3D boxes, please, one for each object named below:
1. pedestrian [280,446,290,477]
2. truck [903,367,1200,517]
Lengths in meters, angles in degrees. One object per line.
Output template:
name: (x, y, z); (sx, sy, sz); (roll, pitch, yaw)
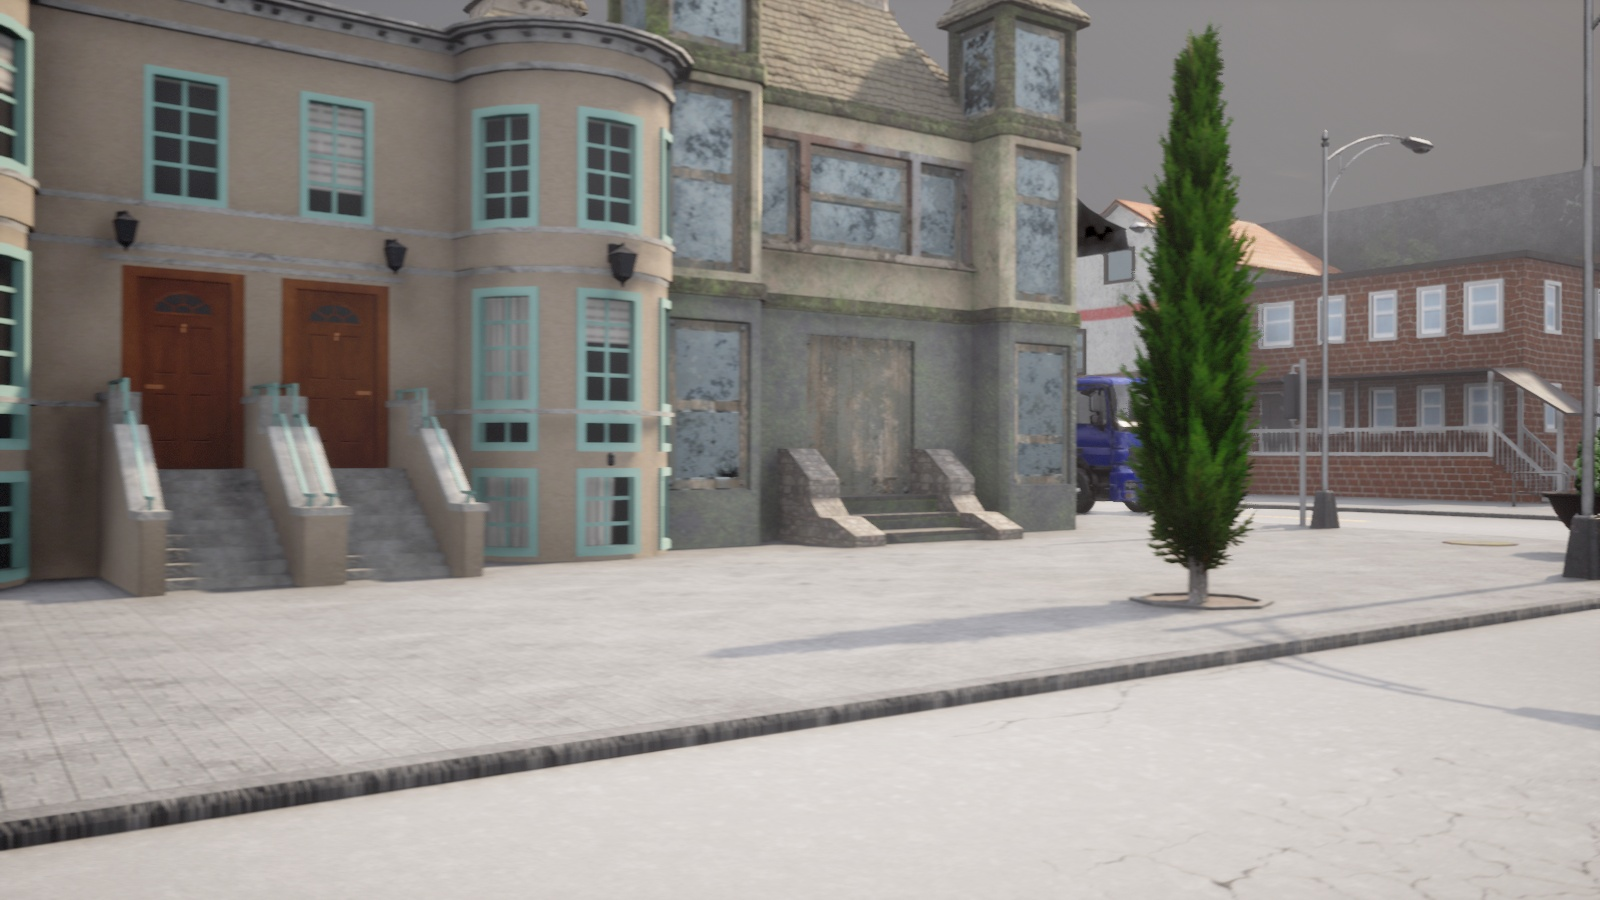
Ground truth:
pedestrian: (-31.745, 0.712, 77.434); (0.396, 1.930, 0.692); (0, 0, -36)
truck: (6.314, -0.169, 33.008); (2.891, 3.462, 7.936); (0, 0, -34)
